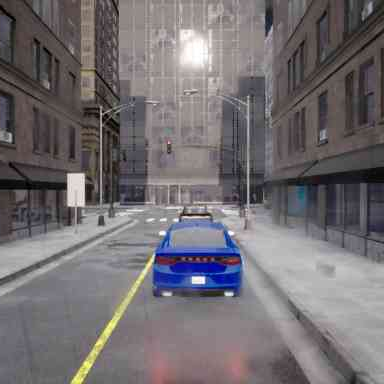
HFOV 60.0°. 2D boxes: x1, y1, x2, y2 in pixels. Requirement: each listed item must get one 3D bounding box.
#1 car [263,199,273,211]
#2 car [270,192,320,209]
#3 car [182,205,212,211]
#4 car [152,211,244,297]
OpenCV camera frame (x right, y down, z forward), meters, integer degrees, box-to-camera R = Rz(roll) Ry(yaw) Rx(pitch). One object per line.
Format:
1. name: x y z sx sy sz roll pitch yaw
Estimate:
1. car: 10.555 1.222 38.423 4.553 1.767 2.097 0 0 0
2. car: 12.780 1.057 41.670 5.566 2.045 2.150 0 0 0
3. car: 0.181 1.480 19.057 2.128 1.511 4.902 0 0 -1
4. car: 0.125 1.473 8.611 1.882 1.535 5.008 0 0 0
